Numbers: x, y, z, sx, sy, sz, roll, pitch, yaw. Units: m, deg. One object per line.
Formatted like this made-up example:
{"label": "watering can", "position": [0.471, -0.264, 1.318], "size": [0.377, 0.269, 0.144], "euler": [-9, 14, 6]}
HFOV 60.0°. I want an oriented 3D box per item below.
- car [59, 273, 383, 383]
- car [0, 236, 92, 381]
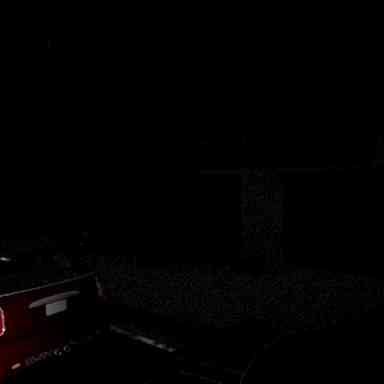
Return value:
{"label": "car", "position": [1.340, 1.441, 1.891], "size": [4.097, 1.590, 1.967], "euler": [1, 0, 36]}
{"label": "car", "position": [-3.212, 1.400, 5.143], "size": [4.097, 1.590, 1.967], "euler": [1, 0, 36]}
